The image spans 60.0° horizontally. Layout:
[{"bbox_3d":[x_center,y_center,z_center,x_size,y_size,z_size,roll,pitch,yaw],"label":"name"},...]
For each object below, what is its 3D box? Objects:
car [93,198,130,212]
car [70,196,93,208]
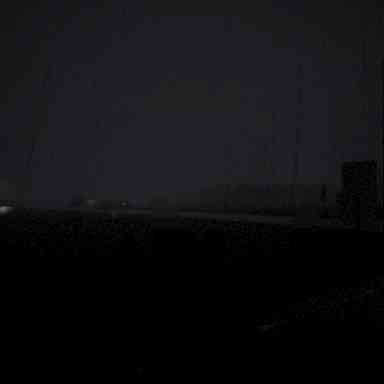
[{"bbox_3d":[-11.117,1.732,45.754,4.553,1.767,2.097,-1,0,44],"label":"car"},{"bbox_3d":[-18.683,1.712,56.696,5.566,2.045,2.150,-1,0,43],"label":"car"}]
